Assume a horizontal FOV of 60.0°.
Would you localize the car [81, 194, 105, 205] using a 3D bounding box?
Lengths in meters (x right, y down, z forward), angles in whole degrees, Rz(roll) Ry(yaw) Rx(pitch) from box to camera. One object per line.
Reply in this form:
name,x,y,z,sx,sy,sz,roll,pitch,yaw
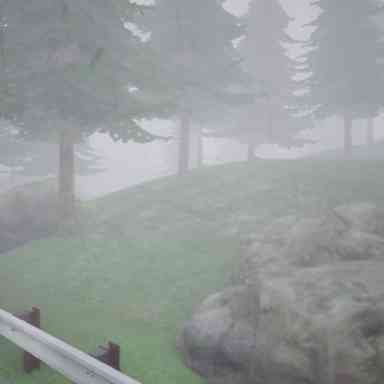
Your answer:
car,-17.859,1.245,56.651,5.566,2.045,2.150,0,0,40
